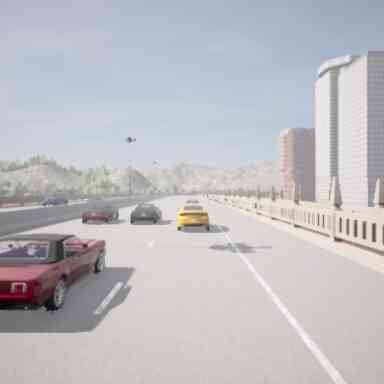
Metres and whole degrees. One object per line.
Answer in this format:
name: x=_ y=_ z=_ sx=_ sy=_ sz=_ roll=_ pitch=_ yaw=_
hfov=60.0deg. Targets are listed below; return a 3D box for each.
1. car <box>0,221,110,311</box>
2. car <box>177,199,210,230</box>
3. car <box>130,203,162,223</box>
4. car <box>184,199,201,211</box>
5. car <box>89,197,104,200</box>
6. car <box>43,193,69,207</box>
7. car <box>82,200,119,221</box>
car: x=-3.402 y=1.592 z=7.667 sx=1.895 sy=1.301 sz=4.718 roll=0 pitch=0 yaw=0
car: x=0.093 y=1.463 z=21.174 sx=1.882 sy=1.535 sz=5.008 roll=0 pitch=0 yaw=0
car: x=-3.408 y=1.549 z=25.183 sx=1.994 sy=1.385 sz=4.181 roll=0 pitch=0 yaw=0
car: x=0.087 y=1.555 z=40.859 sx=1.994 sy=1.385 sz=4.181 roll=0 pitch=0 yaw=0
car: x=-14.030 y=1.501 z=48.512 sx=1.837 sy=1.490 sz=4.892 roll=0 pitch=0 yaw=0
car: x=-21.018 y=1.200 z=51.539 sx=2.150 sy=2.045 sz=5.566 roll=0 pitch=0 yaw=0
car: x=-6.908 y=1.549 z=25.436 sx=1.994 sy=1.385 sz=4.181 roll=0 pitch=0 yaw=0
